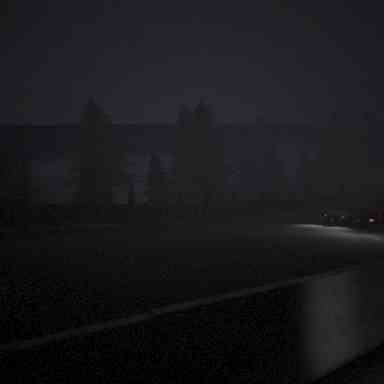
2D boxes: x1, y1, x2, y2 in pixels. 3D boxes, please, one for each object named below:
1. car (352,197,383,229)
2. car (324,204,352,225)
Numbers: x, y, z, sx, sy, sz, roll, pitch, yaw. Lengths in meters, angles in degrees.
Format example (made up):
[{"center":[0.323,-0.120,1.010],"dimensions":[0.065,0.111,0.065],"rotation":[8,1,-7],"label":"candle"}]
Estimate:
[{"center":[13.215,1.365,21.905],"dimensions":[5.566,2.045,2.150],"rotation":[0,0,-35],"label":"car"},{"center":[11.993,1.697,25.322],"dimensions":[4.674,1.442,1.812],"rotation":[-1,1,-36],"label":"car"}]
